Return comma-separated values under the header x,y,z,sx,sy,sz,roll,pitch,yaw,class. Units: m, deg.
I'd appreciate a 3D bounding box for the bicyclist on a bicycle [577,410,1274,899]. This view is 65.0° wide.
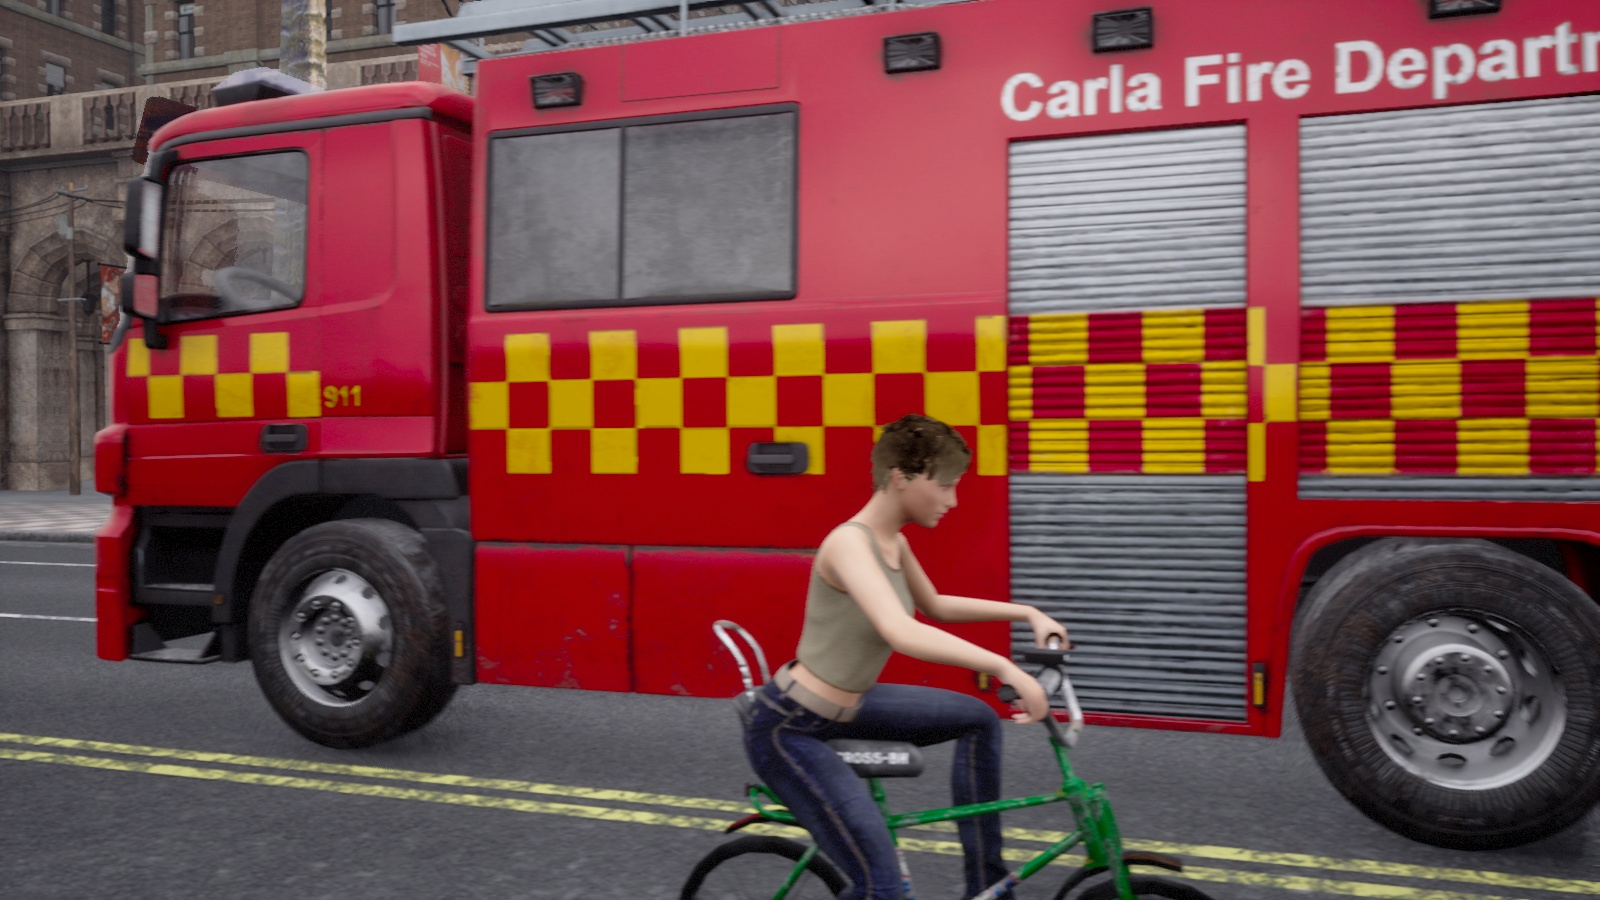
x,y,z,sx,sy,sz,roll,pitch,yaw,class
0.338,0.720,3.083,1.509,1.612,0.866,0,1,19,bicyclist on a bicycle

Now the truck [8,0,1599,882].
x,y,z,sx,sy,sz,roll,pitch,yaw,class
0.223,-0.436,6.776,8.468,3.827,2.891,0,1,19,truck
